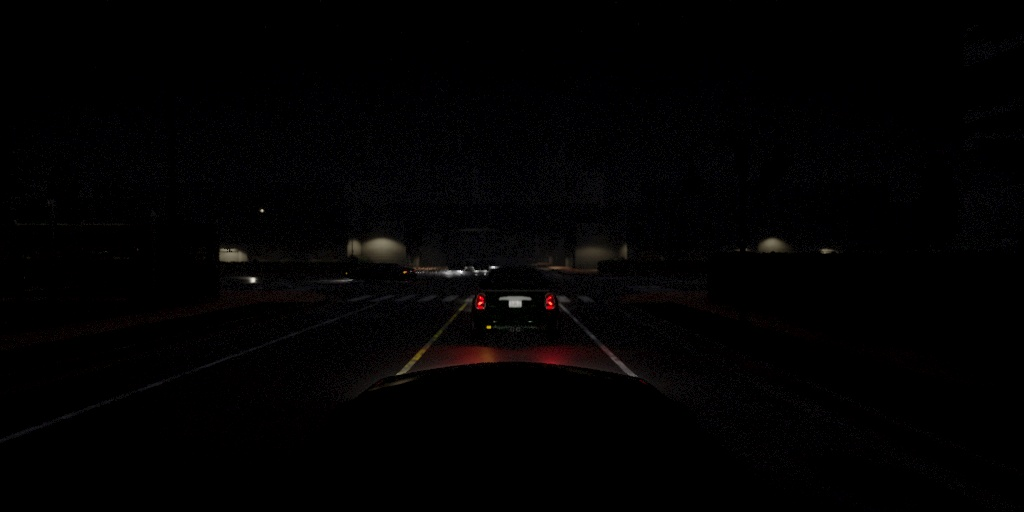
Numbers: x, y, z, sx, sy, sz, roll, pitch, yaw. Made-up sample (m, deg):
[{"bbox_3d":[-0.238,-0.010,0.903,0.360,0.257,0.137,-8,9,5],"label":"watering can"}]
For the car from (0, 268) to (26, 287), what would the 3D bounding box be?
[{"bbox_3d":[-32.358,1.208,21.503,5.008,1.535,1.882,0,0,1],"label":"car"}]

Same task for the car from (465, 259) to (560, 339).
[{"bbox_3d":[0.072,1.087,10.169,2.097,1.767,4.553,0,0,0],"label":"car"}]

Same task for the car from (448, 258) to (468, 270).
[{"bbox_3d":[-7.729,1.279,50.095,1.895,1.301,4.718,0,0,0],"label":"car"}]

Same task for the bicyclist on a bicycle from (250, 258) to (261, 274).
[{"bbox_3d":[-26.027,1.004,36.424,0.582,1.620,1.656,0,0,0],"label":"bicyclist on a bicycle"}]

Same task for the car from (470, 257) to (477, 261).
[{"bbox_3d":[-4.231,1.225,50.324,2.033,1.411,5.357,0,0,0],"label":"car"}]

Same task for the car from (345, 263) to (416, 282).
[{"bbox_3d":[-10.316,1.265,28.259,5.357,1.411,2.033,0,0,11],"label":"car"}]
